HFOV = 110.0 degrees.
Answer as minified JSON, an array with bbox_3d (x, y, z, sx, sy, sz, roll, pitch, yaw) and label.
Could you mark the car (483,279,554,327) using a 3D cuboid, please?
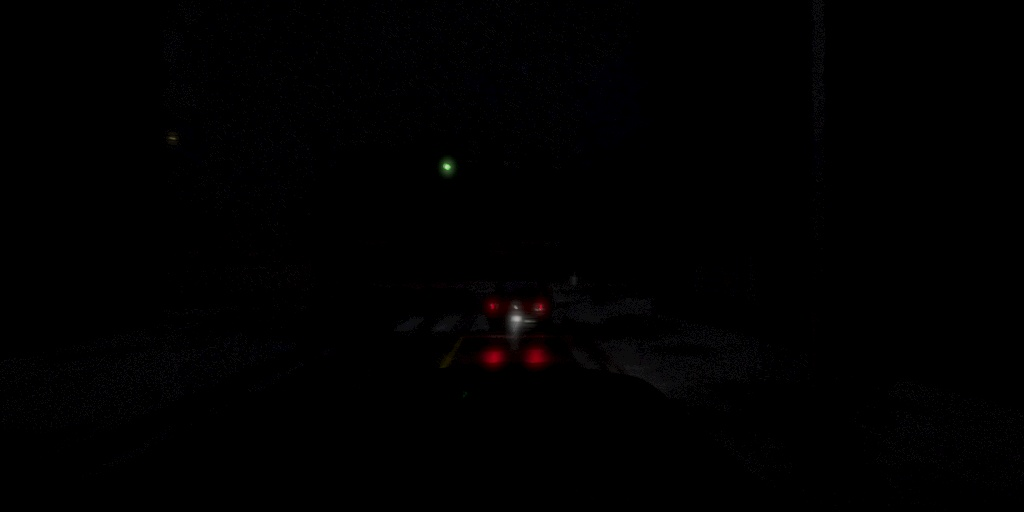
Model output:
[{"bbox_3d":[0.428,1.416,11.867,1.895,1.301,4.718,0,0,8],"label":"car"}]
